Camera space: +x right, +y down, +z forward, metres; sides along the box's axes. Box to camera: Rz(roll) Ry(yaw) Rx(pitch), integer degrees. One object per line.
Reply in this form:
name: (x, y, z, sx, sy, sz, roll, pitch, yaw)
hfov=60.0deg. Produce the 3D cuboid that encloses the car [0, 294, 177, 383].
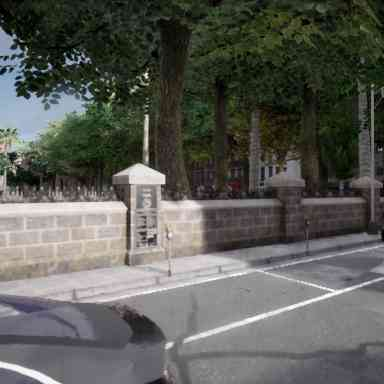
car: (-2.357, 1.491, 1.697, 4.902, 1.511, 2.128, 0, 0, -36)

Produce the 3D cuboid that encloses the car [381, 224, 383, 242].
car: (9.694, 1.313, 13.463, 5.009, 1.841, 2.192, 0, 0, -36)
